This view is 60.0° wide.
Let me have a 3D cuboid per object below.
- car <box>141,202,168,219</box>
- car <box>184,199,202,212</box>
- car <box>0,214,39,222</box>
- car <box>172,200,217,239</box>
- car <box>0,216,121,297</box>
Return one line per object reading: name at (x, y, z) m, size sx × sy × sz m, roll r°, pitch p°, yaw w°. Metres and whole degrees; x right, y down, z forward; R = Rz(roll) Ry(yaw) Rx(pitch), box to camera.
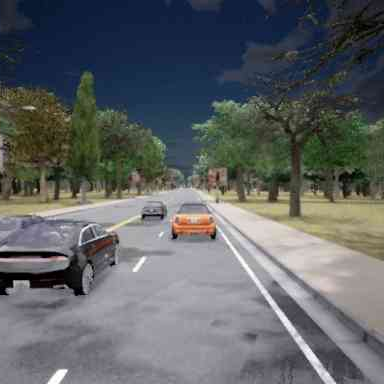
car at (-3.152, 1.518, 28.427) m, size 2.033 × 1.411 × 5.357 m, roll 0°, pitch 0°, yaw 0°
car at (0.099, 1.526, 38.181) m, size 1.895 × 1.301 × 4.718 m, roll 0°, pitch 0°, yaw 0°
car at (-6.571, 1.543, 12.168) m, size 2.033 × 1.411 × 5.357 m, roll 0°, pitch 0°, yaw 0°
car at (0.098, 1.345, 17.311) m, size 2.097 × 1.767 × 4.553 m, roll 0°, pitch 0°, yaw 0°
car at (-3.150, 1.488, 8.570) m, size 2.128 × 1.511 × 4.902 m, roll 0°, pitch 0°, yaw 0°
